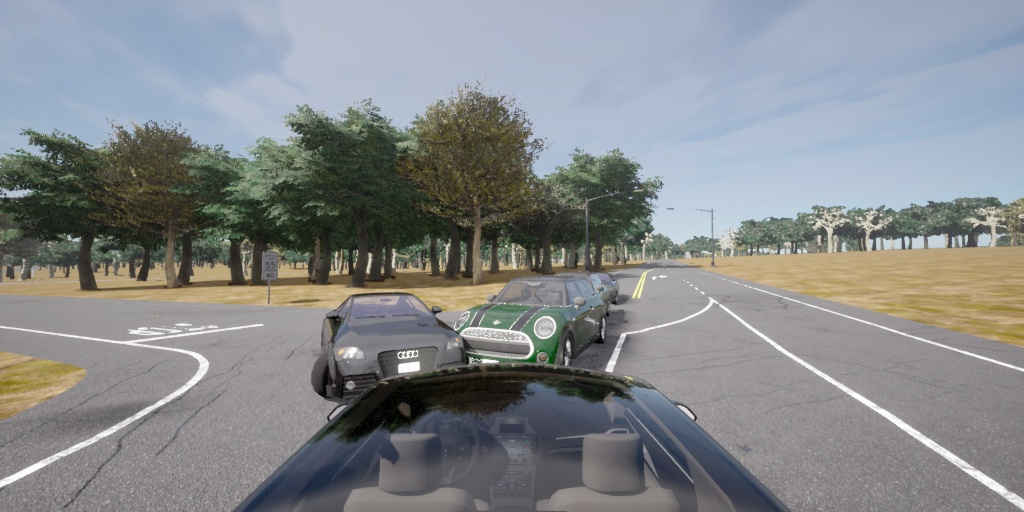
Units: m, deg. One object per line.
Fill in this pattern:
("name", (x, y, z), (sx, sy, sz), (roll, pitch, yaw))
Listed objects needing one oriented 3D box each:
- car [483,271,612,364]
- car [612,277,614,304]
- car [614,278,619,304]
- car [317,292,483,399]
("car", (0.624, 1.218, 7.776), (2.097, 1.767, 4.553), (-1, -2, 26))
("car", (2.032, 1.344, 12.088), (2.097, 1.767, 4.553), (-1, -1, 21))
("car", (4.229, 1.509, 17.814), (1.994, 1.385, 4.181), (-1, 0, 19))
("car", (-2.348, 1.375, 6.572), (1.994, 1.385, 4.181), (1, -2, -29))
